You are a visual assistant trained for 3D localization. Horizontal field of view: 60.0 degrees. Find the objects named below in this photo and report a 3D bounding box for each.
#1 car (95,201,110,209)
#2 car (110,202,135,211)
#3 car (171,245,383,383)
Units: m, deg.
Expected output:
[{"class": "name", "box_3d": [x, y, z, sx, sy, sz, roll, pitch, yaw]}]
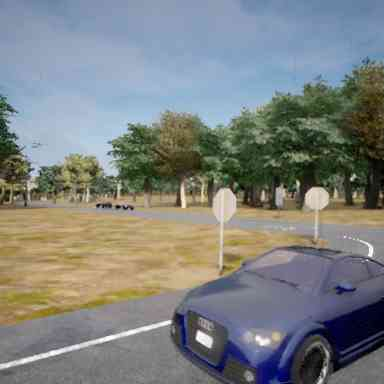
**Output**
[{"class": "car", "box_3d": [-16.010, 2.294, 60.068, 1.882, 1.535, 5.008, 2, -2, -35]}, {"class": "car", "box_3d": [-10.806, 2.267, 52.566, 1.895, 1.301, 4.718, 2, -2, -34]}, {"class": "car", "box_3d": [1.767, 1.575, 5.137, 4.181, 1.385, 1.994, 0, 0, -36]}]
